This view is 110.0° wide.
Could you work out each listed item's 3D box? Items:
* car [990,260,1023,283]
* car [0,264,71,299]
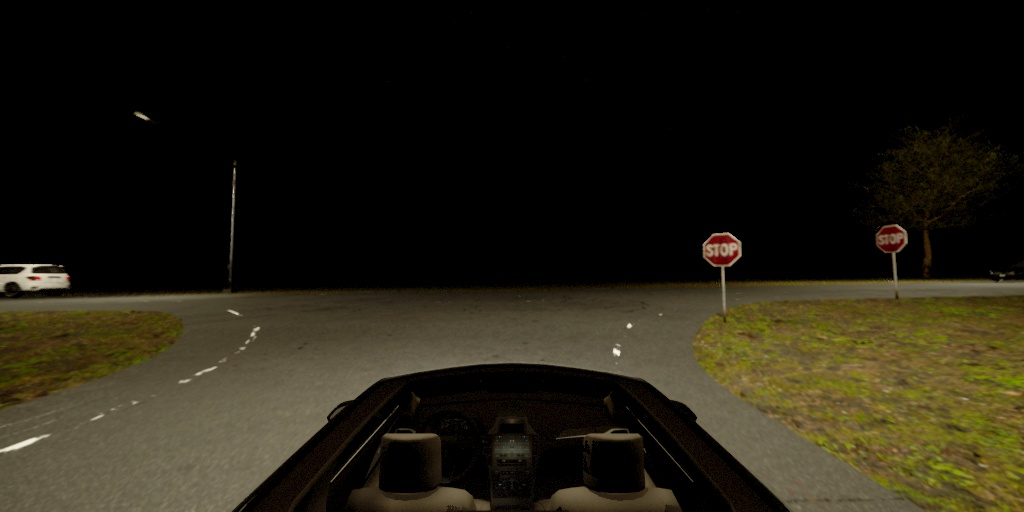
[{"bbox_3d":[33.282,0.897,22.577,5.008,1.535,1.882,-1,-4,-1],"label":"car"},{"bbox_3d":[-30.889,1.566,22.137,5.566,2.045,2.150,-1,-4,1],"label":"car"}]
